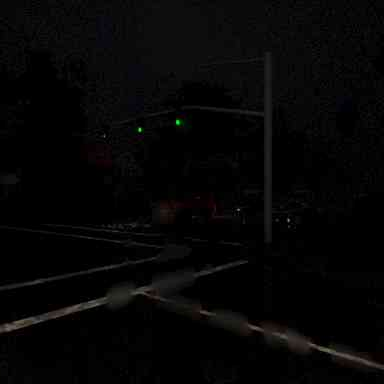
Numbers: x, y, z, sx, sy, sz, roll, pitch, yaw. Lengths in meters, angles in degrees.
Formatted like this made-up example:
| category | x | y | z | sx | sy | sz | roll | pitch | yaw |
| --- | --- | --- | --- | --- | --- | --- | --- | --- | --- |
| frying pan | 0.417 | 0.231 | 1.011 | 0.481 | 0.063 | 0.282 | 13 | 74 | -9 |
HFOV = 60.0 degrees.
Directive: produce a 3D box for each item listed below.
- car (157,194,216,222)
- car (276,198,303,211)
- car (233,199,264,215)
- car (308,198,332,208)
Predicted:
| category | x | y | z | sx | sy | sz | roll | pitch | yaw |
| --- | --- | --- | --- | --- | --- | --- | --- | --- | --- |
| car | -0.337 | 1.221 | 27.008 | 2.150 | 2.045 | 5.566 | 0 | 0 | 41 |
| car | 12.272 | 1.525 | 41.512 | 1.812 | 1.442 | 4.674 | 0 | 0 | 41 |
| car | 6.173 | 1.491 | 34.493 | 2.128 | 1.511 | 4.902 | 0 | 0 | 41 |
| car | 18.905 | 1.601 | 49.120 | 1.895 | 1.301 | 4.718 | 0 | 0 | 41 |
